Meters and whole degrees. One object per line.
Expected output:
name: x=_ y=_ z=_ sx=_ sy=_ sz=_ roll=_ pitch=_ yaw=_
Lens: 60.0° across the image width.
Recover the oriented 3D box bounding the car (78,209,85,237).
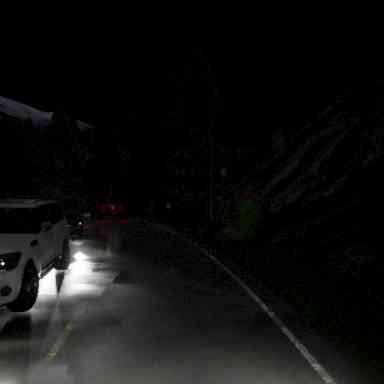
car: x=-6.673 y=1.565 z=17.589 sx=1.895 sy=1.301 sz=4.718 roll=0 pitch=0 yaw=-18

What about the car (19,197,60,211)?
car: x=-18.371 y=1.414 z=39.971 sx=4.902 sy=1.511 sz=2.128 roll=0 pitch=0 yaw=32

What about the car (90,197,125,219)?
car: x=-7.422 y=1.288 z=28.779 sx=2.097 sy=1.767 sz=4.553 roll=0 pitch=0 yaw=-29

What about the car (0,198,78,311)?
car: x=-4.411 y=1.207 z=7.915 sx=2.150 sy=2.045 sz=5.566 roll=0 pitch=0 yaw=-9
